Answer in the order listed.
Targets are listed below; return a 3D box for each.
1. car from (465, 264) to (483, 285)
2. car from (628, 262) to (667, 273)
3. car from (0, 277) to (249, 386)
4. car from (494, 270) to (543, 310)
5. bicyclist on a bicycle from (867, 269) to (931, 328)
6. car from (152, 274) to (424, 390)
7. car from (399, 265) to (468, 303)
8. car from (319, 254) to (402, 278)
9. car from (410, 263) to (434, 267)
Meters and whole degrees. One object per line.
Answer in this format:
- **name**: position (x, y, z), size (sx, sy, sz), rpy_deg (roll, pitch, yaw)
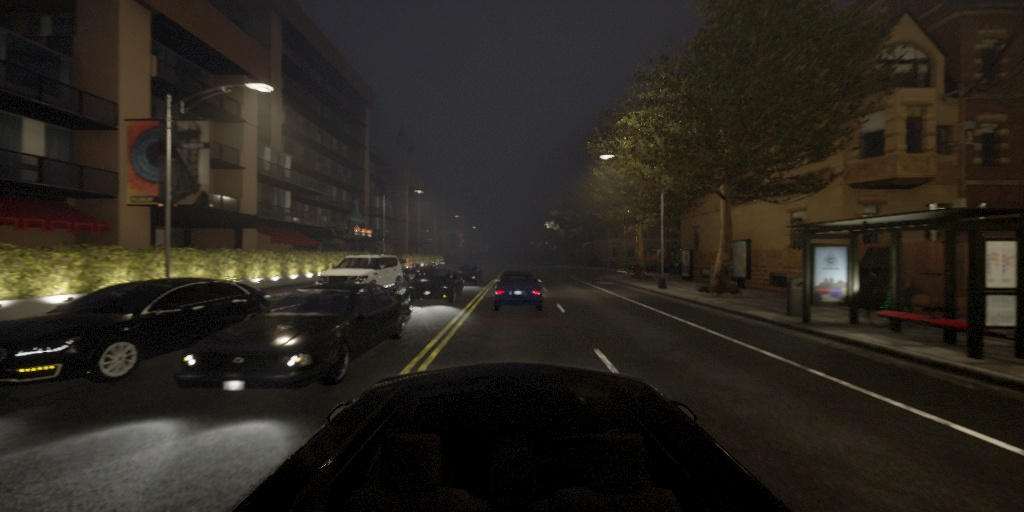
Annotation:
- **car**: position (-3.219, 1.335, 26.602), size (2.033, 1.411, 5.357), rpy_deg (0, 0, 1)
- **car**: position (17.036, 1.377, 43.689), size (5.357, 1.411, 2.033), rpy_deg (0, 0, 2)
- **car**: position (-7.051, 1.222, 7.126), size (1.837, 1.490, 4.892), rpy_deg (0, 0, 1)
- **car**: position (0.237, 1.298, 14.723), size (2.033, 1.411, 5.357), rpy_deg (0, 0, 1)
- **bicyclist on a bicycle**: position (10.218, 1.127, 9.440), size (1.656, 1.620, 0.582), rpy_deg (3, 0, 1)
- **car**: position (-3.551, 1.281, 7.277), size (2.033, 1.411, 5.357), rpy_deg (0, 0, 1)
- **car**: position (-3.428, 1.298, 16.480), size (1.994, 1.385, 4.181), rpy_deg (0, 0, 0)
- **car**: position (-6.917, 0.939, 16.986), size (2.150, 2.045, 5.566), rpy_deg (0, 0, 1)
- **car**: position (-6.719, 1.246, 26.645), size (2.128, 1.511, 4.902), rpy_deg (0, 0, 1)
